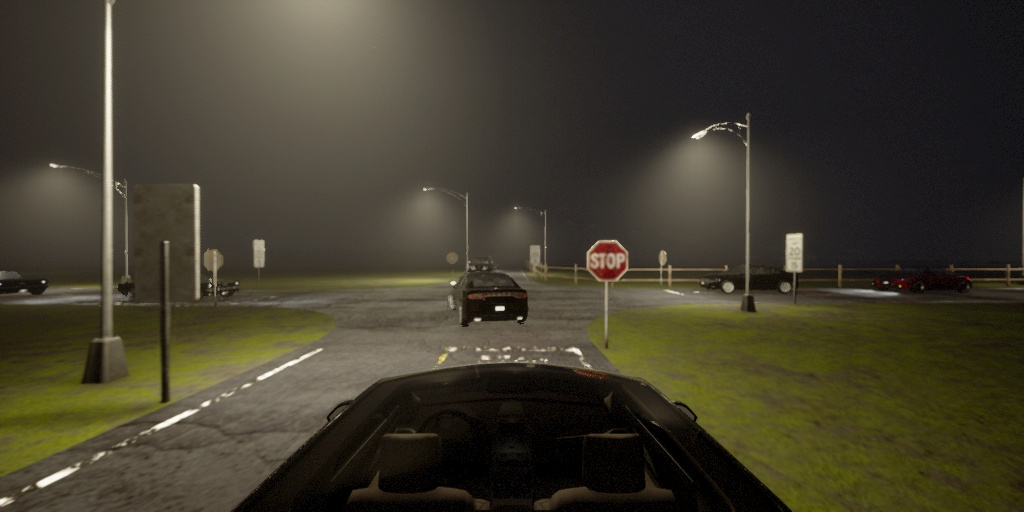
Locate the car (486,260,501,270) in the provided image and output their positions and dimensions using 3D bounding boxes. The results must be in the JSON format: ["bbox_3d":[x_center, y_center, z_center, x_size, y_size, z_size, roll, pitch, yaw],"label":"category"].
[{"bbox_3d":[-2.831,1.368,56.207,2.128,1.511,4.902,0,0,0],"label":"car"}]

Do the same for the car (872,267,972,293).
[{"bbox_3d":[23.186,1.323,20.387,4.181,1.385,1.994,0,0,-2],"label":"car"}]

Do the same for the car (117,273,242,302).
[{"bbox_3d":[-15.602,1.416,16.983,4.718,1.301,1.895,0,0,5],"label":"car"}]

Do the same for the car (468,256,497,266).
[{"bbox_3d":[-2.872,1.044,34.113,2.150,2.045,5.566,0,0,0],"label":"car"}]

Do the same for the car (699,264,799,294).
[{"bbox_3d":[13.197,1.243,20.129,5.008,1.535,1.882,0,0,0],"label":"car"}]

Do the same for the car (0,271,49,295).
[{"bbox_3d":[-26.742,1.444,18.447,4.718,1.301,1.895,0,0,11],"label":"car"}]

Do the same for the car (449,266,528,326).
[{"bbox_3d":[-0.943,1.258,11.906,1.882,1.535,5.008,0,-1,-15],"label":"car"}]

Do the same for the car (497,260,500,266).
[{"bbox_3d":[-2.853,1.410,44.120,1.994,1.385,4.181,0,0,-1],"label":"car"}]
